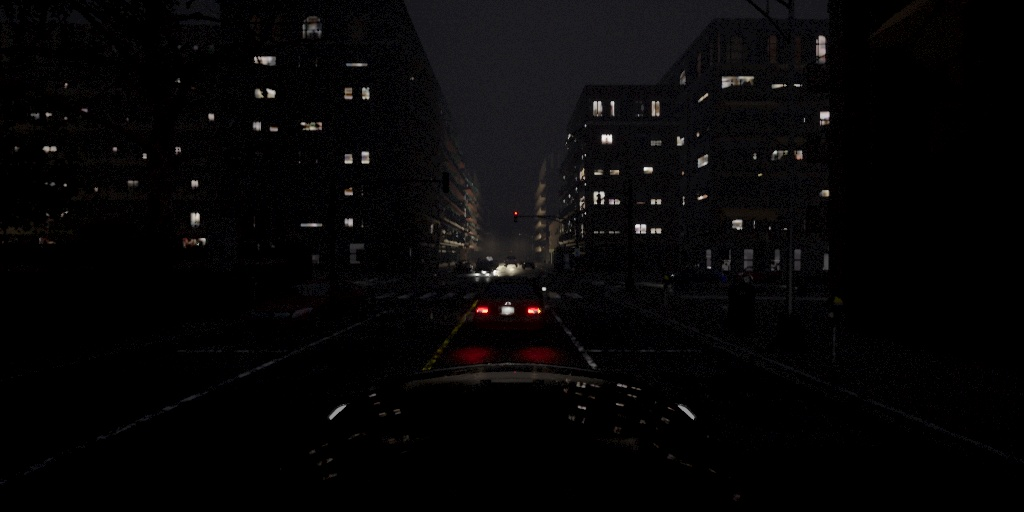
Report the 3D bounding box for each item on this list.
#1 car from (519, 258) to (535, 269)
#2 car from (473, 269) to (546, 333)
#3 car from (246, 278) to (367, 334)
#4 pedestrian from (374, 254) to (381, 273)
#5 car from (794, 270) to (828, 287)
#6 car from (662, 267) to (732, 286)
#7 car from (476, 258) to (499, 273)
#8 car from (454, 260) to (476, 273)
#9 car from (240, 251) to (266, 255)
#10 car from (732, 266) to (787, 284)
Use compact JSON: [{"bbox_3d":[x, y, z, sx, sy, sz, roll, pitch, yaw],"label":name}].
[{"bbox_3d":[2.525,1.335,54.284,2.007,1.370,4.403,0,0,0],"label":"car"},{"bbox_3d":[0.050,1.303,10.789,2.033,1.411,5.357,0,0,3],"label":"car"},{"bbox_3d":[-5.715,1.337,10.574,1.802,1.307,4.207,0,0,0],"label":"car"},{"bbox_3d":[-12.814,0.674,33.956,0.375,1.860,0.375,0,-1,-1],"label":"pedestrian"},{"bbox_3d":[24.899,1.829,29.001,4.718,1.301,1.895,1,0,-1],"label":"car"},{"bbox_3d":[14.588,1.571,28.843,4.674,1.442,1.812,1,0,-1],"label":"car"},{"bbox_3d":[-3.200,1.324,43.264,2.033,1.411,5.357,0,0,4],"label":"car"},{"bbox_3d":[-5.819,1.216,42.985,1.967,1.591,4.097,0,0,0],"label":"car"},{"bbox_3d":[-17.611,0.710,25.147,5.566,2.045,2.150,1,0,-1],"label":"car"},{"bbox_3d":[21.287,1.591,31.508,4.097,1.591,1.967,0,0,-1],"label":"car"}]
